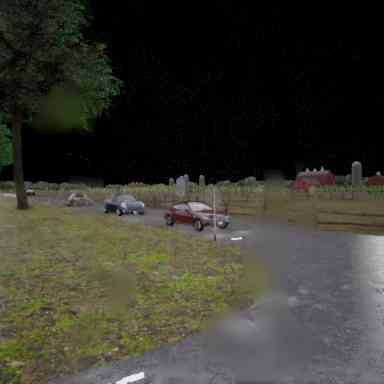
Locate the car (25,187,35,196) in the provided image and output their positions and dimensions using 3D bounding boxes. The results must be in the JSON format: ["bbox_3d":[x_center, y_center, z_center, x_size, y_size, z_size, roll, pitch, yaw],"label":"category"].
[{"bbox_3d":[-40.989,0.233,84.188,1.882,1.535,5.008,-1,1,-34],"label":"car"}]

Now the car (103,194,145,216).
[{"bbox_3d":[-5.606,0.950,27.273,2.097,1.767,4.553,-1,1,-34],"label":"car"}]

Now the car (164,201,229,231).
[{"bbox_3d":[0.103,1.287,18.992,1.812,1.442,4.674,-1,2,-36],"label":"car"}]

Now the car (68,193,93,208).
[{"bbox_3d":[-12.693,0.921,37.686,1.837,1.490,4.892,-1,1,-34],"label":"car"}]
